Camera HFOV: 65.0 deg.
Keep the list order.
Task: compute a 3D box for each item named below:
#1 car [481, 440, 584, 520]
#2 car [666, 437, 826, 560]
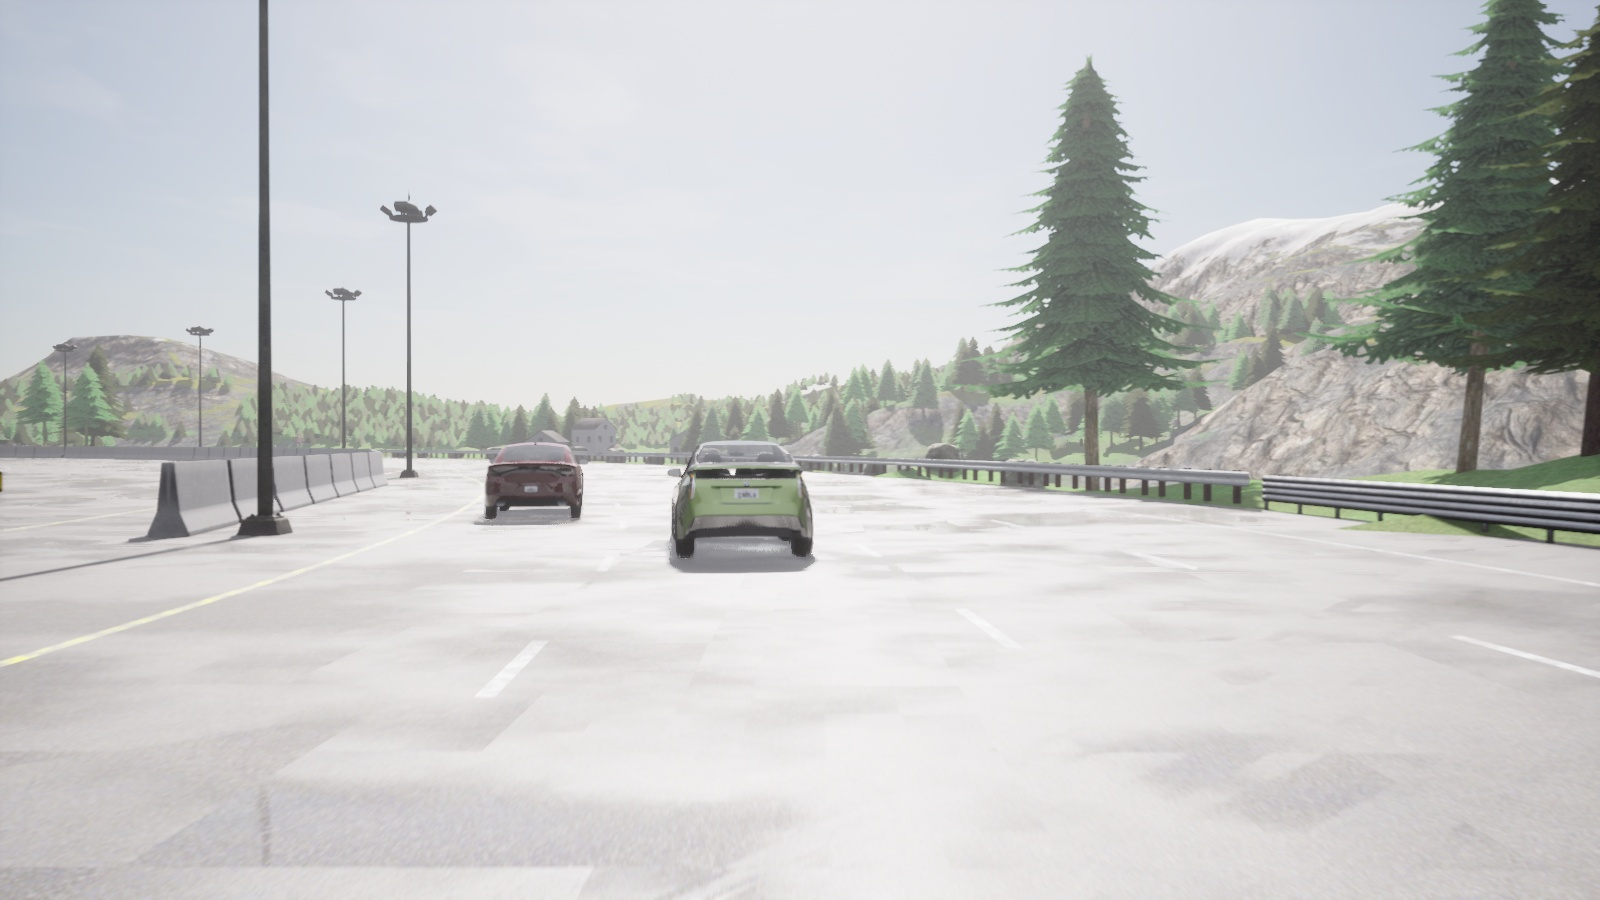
[{"bbox_3d":[-5.575,0.570,26.706,1.882,1.535,5.008,0,0,-9],"label":"car"},{"bbox_3d":[-0.894,0.592,17.962,2.007,1.525,4.514,0,0,-6],"label":"car"}]
